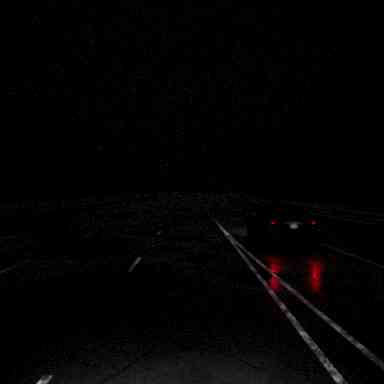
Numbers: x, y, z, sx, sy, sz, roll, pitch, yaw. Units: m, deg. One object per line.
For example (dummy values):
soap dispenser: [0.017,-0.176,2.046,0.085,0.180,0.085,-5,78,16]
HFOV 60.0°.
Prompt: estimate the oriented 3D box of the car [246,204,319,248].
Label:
car: [3.738,1.289,14.535,2.097,1.767,4.553,0,0,-2]
